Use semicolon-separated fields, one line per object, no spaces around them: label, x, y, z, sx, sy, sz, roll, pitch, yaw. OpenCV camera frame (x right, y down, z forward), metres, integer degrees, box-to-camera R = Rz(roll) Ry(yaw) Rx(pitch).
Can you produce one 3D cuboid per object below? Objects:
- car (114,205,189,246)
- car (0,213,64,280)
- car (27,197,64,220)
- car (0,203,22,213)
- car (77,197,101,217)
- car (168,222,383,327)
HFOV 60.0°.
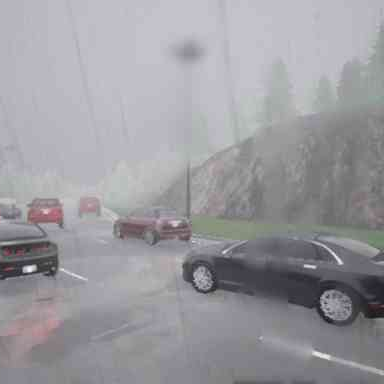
car;-2.074;1.492;16.459;2.097;1.767;4.553;1;-1;-39
car;-5.463;1.572;9.620;1.837;1.490;4.892;0;0;-43
car;-10.245;1.392;23.331;2.150;2.045;5.566;0;0;-24
car;-16.199;1.801;29.145;1.895;1.301;4.718;0;-1;-20
car;-10.862;1.493;35.083;2.150;2.045;5.566;0;-1;-19
car;1.952;1.579;7.274;4.892;1.490;1.837;0;0;39
